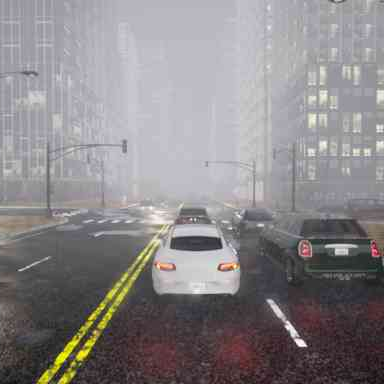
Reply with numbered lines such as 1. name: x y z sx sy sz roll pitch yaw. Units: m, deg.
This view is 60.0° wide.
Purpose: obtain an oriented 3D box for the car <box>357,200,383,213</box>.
1. car: 21.715 1.641 37.974 4.829 1.417 1.752 1 0 1

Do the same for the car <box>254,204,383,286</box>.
1. car: 3.327 1.348 9.534 2.097 1.767 4.553 0 0 0

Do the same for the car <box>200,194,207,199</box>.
1. car: 3.022 1.262 90.848 1.812 1.442 4.674 0 0 0

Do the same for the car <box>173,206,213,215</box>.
1. car: 0.057 1.495 17.507 1.837 1.490 4.892 0 0 0

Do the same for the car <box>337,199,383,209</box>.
1. car: 16.127 1.518 29.674 5.009 1.841 2.192 1 0 1

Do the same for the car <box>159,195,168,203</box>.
1. car: -6.680 1.417 68.239 1.882 1.535 5.008 0 0 0

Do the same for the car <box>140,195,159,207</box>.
1. car: -6.718 1.525 50.850 1.994 1.385 4.181 0 0 0

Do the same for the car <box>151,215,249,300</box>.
1. car: 0.081 1.522 8.258 1.812 1.442 4.674 0 0 0

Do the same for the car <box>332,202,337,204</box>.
1. car: 15.466 1.704 35.460 4.718 1.301 1.895 0 1 1

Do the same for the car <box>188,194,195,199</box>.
1. car: -0.228 1.216 90.840 1.882 1.535 5.008 0 0 0

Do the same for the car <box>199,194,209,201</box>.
1. car: 3.049 1.392 80.430 1.882 1.535 5.008 0 0 0

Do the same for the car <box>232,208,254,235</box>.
1. car: 3.304 1.554 17.921 1.994 1.385 4.181 0 0 0

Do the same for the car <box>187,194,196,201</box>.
1. car: -0.202 1.414 80.423 1.837 1.490 4.892 0 0 0
